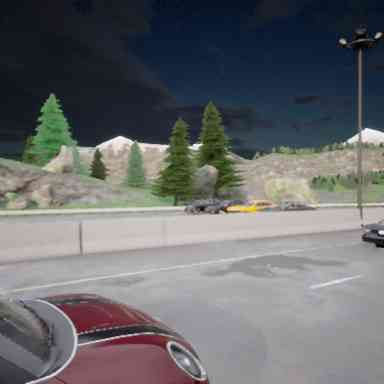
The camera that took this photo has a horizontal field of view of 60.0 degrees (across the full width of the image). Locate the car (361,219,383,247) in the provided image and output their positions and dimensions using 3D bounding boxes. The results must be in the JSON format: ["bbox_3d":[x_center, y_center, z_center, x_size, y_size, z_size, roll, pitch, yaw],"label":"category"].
[{"bbox_3d":[9.192,1.538,13.412,5.357,1.411,2.033,0,0,-29],"label":"car"}]

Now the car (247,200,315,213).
[{"bbox_3d":[6.790,1.454,24.204,4.902,1.511,2.128,0,0,-28],"label":"car"}]

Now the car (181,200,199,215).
[{"bbox_3d":[1.335,1.424,33.189,4.902,1.511,2.128,0,0,-28],"label":"car"}]

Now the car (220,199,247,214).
[{"bbox_3d":[5.168,1.430,27.309,5.008,1.535,1.882,0,0,-28],"label":"car"}]

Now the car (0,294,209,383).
[{"bbox_3d":[-2.025,1.342,2.186,4.553,1.767,2.097,0,0,-36],"label":"car"}]

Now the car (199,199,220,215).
[{"bbox_3d":[3.423,1.447,30.330,4.892,1.490,1.837,0,0,-28],"label":"car"}]
